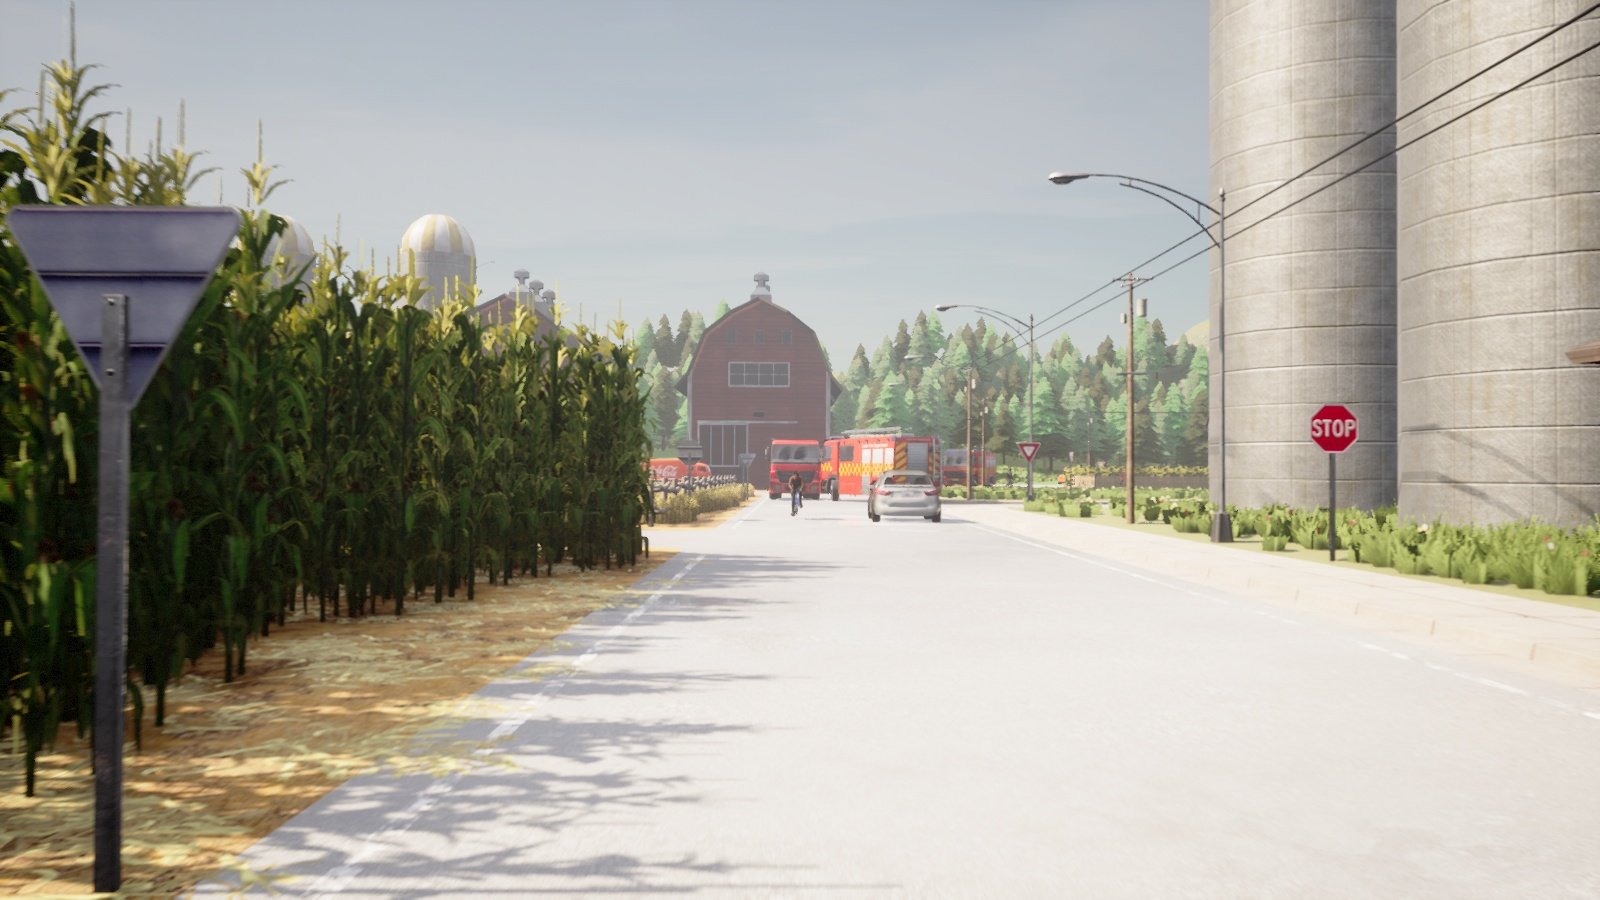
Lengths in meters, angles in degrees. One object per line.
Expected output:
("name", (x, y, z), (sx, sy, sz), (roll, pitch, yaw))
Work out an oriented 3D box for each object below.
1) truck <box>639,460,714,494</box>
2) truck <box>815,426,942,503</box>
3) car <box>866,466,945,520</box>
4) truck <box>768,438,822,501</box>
("truck", (-9.096, 1.999, 92.942), (5.204, 2.467, 2.627), (-1, -1, 2))
("truck", (3.996, 0.816, 66.422), (2.891, 3.827, 8.468), (0, -1, -26))
("car", (3.376, 1.381, 41.137), (2.242, 1.667, 4.611), (0, -1, 1))
("truck", (-0.370, 1.123, 73.210), (2.891, 3.462, 7.936), (0, -1, -2))
